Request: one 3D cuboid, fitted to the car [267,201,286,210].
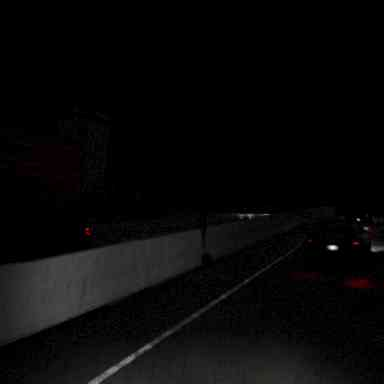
[{"bbox_3d":[11.581,1.977,45.520,1.837,1.490,4.892,0,-3,29],"label":"car"}]

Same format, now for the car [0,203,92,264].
[{"bbox_3d":[-5.019,1.330,8.161,2.150,2.045,5.566,0,-1,29],"label":"car"}]

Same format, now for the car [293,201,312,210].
[{"bbox_3d":[14.657,1.828,43.852,1.882,1.535,5.008,0,-3,29],"label":"car"}]

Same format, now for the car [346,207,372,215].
[{"bbox_3d":[14.213,1.932,28.266,1.895,1.301,4.718,0,-1,29],"label":"car"}]

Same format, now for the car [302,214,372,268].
[{"bbox_3d":[5.301,1.707,12.006,1.994,1.385,4.181,0,-1,29],"label":"car"}]
